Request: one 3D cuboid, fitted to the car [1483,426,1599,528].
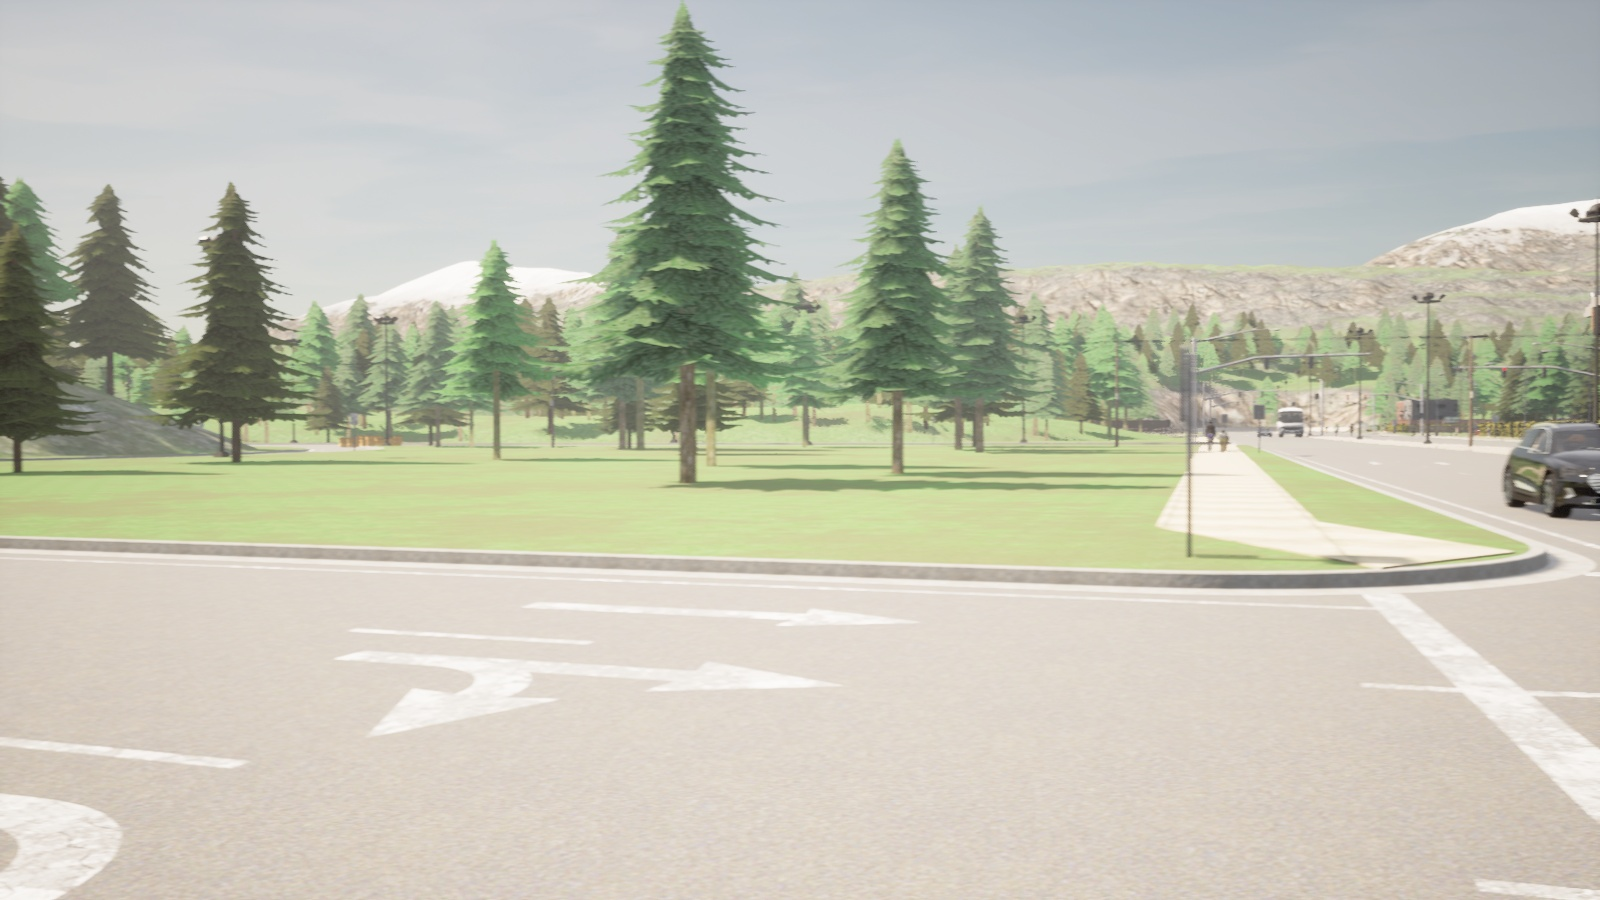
[{"bbox_3d":[13.957,0.408,22.568,2.033,1.649,4.856,0,1,17],"label":"car"}]
